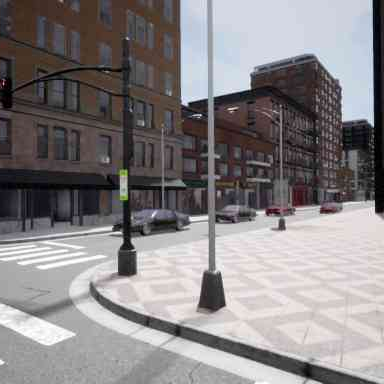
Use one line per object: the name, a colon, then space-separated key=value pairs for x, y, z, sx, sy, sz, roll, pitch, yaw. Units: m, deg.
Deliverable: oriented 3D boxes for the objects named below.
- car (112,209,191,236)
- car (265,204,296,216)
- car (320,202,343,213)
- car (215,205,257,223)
car: x=-2.218 y=1.708 z=19.961 sx=2.033 sy=1.411 sz=5.357 roll=-1 pitch=-1 yaw=36
car: x=9.705 y=1.930 z=36.494 sx=1.895 sy=1.301 sz=4.718 roll=-1 pitch=-1 yaw=36
car: x=17.699 y=1.933 z=42.134 sx=1.994 sy=1.385 sz=4.181 roll=-1 pitch=-1 yaw=36
car: x=3.690 y=1.793 z=28.167 sx=2.033 sy=1.411 sz=5.357 roll=-1 pitch=-1 yaw=35
